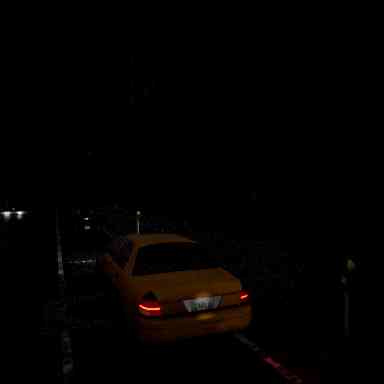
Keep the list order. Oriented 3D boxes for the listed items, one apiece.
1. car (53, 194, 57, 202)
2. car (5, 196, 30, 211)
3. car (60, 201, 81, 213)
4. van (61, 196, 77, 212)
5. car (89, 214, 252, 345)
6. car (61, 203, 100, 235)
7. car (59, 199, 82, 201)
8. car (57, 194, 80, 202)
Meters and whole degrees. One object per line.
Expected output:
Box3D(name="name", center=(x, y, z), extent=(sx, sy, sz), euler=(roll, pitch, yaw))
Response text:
Box3D(name="car", center=(-31.499, 1.471, 79.615), extent=(1.967, 1.590, 4.097), euler=(0, 0, -24))
Box3D(name="car", center=(-21.340, 1.549, 40.359), extent=(2.033, 1.411, 5.357), euler=(0, 0, -22))
Box3D(name="car", center=(-8.186, 1.552, 23.828), extent=(2.008, 1.369, 4.403), euler=(0, 0, -22))
Box3D(name="van", center=(-14.503, 1.343, 39.148), extent=(1.690, 1.788, 3.998), euler=(0, 0, -22))
Box3D(name="car", center=(-0.837, 1.457, 6.770), extent=(1.801, 1.575, 5.366), euler=(0, 0, -22))
Box3D(name="car", center=(-6.080, 1.552, 18.722), extent=(2.008, 1.369, 4.403), euler=(0, 0, -22))
Box3D(name="car", center=(-10.292, 1.568, 28.935), extent=(1.947, 1.339, 4.313), euler=(0, 0, -22))
Box3D(name="car", center=(-12.397, 1.317, 34.042), extent=(2.192, 1.841, 5.009), euler=(0, 0, -22))
